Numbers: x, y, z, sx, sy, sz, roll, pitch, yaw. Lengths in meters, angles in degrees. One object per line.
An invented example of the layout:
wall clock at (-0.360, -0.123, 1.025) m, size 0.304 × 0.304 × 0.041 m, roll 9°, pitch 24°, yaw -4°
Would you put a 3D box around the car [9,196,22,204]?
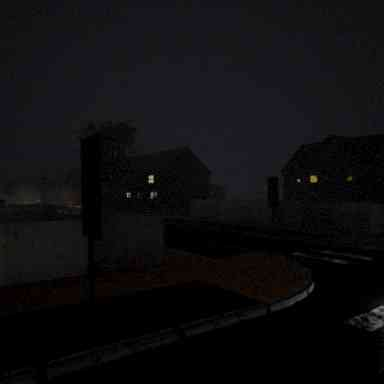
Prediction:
car at (-43.311, 2.138, 82.253) m, size 1.882 × 1.535 × 5.008 m, roll -1°, pitch 0°, yaw -35°
